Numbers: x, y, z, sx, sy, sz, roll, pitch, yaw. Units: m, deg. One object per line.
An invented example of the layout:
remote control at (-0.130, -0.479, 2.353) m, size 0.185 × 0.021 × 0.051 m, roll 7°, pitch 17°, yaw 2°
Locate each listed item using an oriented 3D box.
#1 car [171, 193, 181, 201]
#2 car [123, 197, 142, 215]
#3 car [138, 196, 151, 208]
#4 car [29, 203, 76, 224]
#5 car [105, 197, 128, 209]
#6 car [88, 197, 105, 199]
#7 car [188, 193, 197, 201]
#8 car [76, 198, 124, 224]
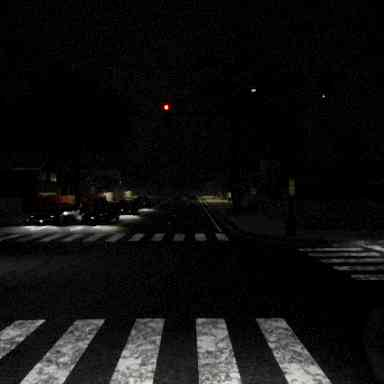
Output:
car at (-3.160, 0.930, 67.773) m, size 2.128 × 1.511 × 4.902 m, roll 0°, pitch 1°, yaw 0°
car at (-6.601, 1.496, 33.381) m, size 1.994 × 1.385 × 4.181 m, roll 0°, pitch 0°, yaw 0°
car at (-6.595, 1.331, 43.785) m, size 1.837 × 1.490 × 4.892 m, roll 0°, pitch 1°, yaw 0°
car at (-9.855, 1.509, 24.405) m, size 2.033 × 1.411 × 5.357 m, roll 0°, pitch 0°, yaw 0°
car at (-9.847, 1.427, 43.836) m, size 1.895 × 1.301 × 4.718 m, roll 0°, pitch 1°, yaw 0°
car at (-9.853, 1.281, 33.789) m, size 2.097 × 1.767 × 4.553 m, roll 0°, pitch 0°, yaw 0°
car at (0.093, 0.928, 67.083) m, size 1.882 × 1.535 × 5.008 m, roll 0°, pitch 1°, yaw 0°
car at (-6.603, 1.466, 24.484) m, size 1.837 × 1.490 × 4.892 m, roll 0°, pitch 0°, yaw 0°
